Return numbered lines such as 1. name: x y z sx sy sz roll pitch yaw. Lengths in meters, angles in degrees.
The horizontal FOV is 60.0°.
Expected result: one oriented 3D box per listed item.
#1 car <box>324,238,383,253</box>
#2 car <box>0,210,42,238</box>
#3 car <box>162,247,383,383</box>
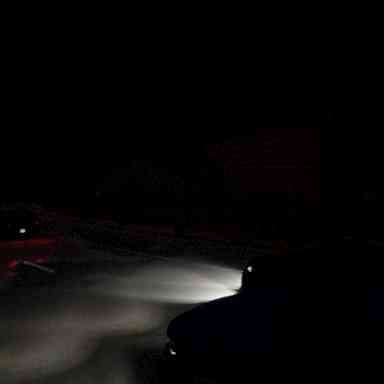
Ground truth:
1. car: 3.046 1.587 6.288 4.181 1.385 1.994 0 0 36
2. car: -9.907 1.638 18.221 1.895 1.301 4.718 0 0 -42
3. car: 1.989 1.489 2.715 5.008 1.535 1.882 0 0 36
